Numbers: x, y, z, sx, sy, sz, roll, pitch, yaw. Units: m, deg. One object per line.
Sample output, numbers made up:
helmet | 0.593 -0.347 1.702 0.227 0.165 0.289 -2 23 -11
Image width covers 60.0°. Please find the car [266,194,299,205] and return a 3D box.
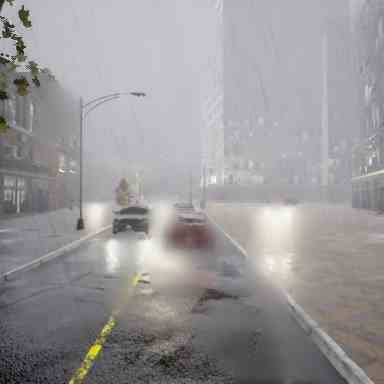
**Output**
car | 13.966 1.201 51.548 5.009 1.841 2.192 0 -1 15

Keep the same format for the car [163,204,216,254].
car | -0.143 1.480 13.516 1.882 1.535 5.008 0 0 -1

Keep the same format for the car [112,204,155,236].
car | -3.190 1.479 18.850 1.882 1.535 5.008 0 0 -2
